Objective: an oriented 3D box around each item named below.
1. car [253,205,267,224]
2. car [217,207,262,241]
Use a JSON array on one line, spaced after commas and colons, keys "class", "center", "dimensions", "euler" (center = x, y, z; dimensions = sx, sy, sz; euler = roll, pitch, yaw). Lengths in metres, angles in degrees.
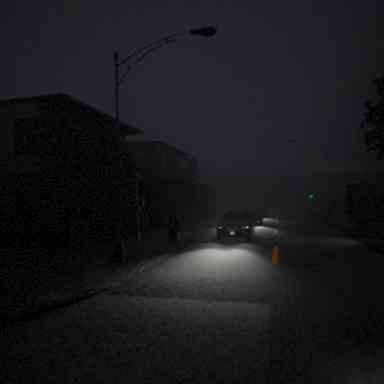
[{"class": "car", "center": [4.990, 2.046, 28.055], "dimensions": [1.994, 1.385, 4.181], "euler": [-2, -1, 15]}, {"class": "car", "center": [2.642, 1.842, 19.130], "dimensions": [2.128, 1.511, 4.902], "euler": [-2, -1, 15]}]
